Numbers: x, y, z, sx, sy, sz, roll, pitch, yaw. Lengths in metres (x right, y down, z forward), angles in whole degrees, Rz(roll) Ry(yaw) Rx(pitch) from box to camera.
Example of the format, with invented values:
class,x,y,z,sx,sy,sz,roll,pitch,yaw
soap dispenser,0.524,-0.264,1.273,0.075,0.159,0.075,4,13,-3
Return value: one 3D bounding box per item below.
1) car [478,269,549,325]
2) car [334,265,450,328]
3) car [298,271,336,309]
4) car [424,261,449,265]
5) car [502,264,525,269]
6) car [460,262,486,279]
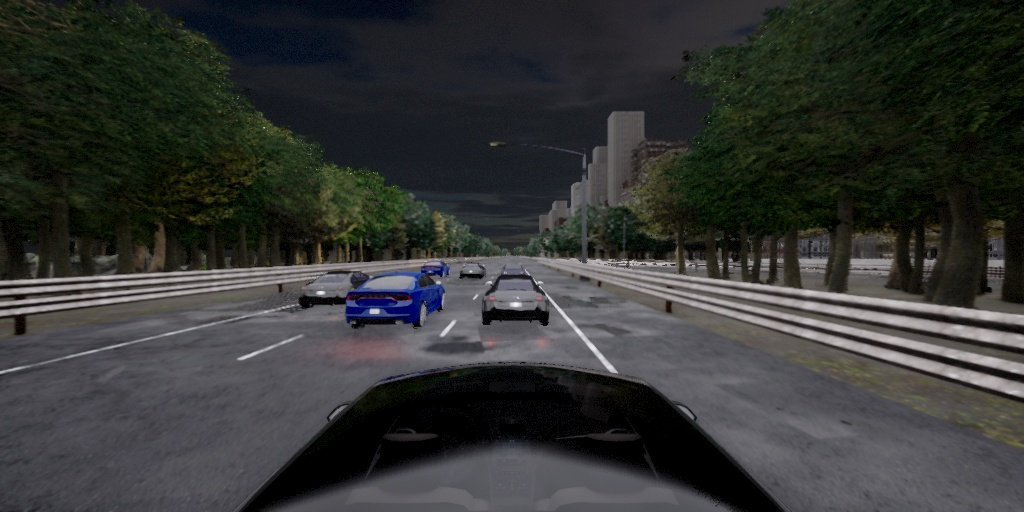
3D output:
class,x,y,z,sx,sy,sz,roll,pitch,yaw
car,0.102,1.303,11.854,1.994,1.385,4.181,0,0,0
car,-3.398,1.217,11.348,1.882,1.535,5.008,0,0,0
car,-6.899,1.296,14.950,1.994,1.385,4.181,0,0,0
car,-6.892,1.153,32.633,1.882,1.535,5.008,0,0,0
car,0.108,1.286,29.628,1.895,1.301,4.718,0,0,0
car,-3.391,1.243,31.620,1.994,1.385,4.181,0,0,0
